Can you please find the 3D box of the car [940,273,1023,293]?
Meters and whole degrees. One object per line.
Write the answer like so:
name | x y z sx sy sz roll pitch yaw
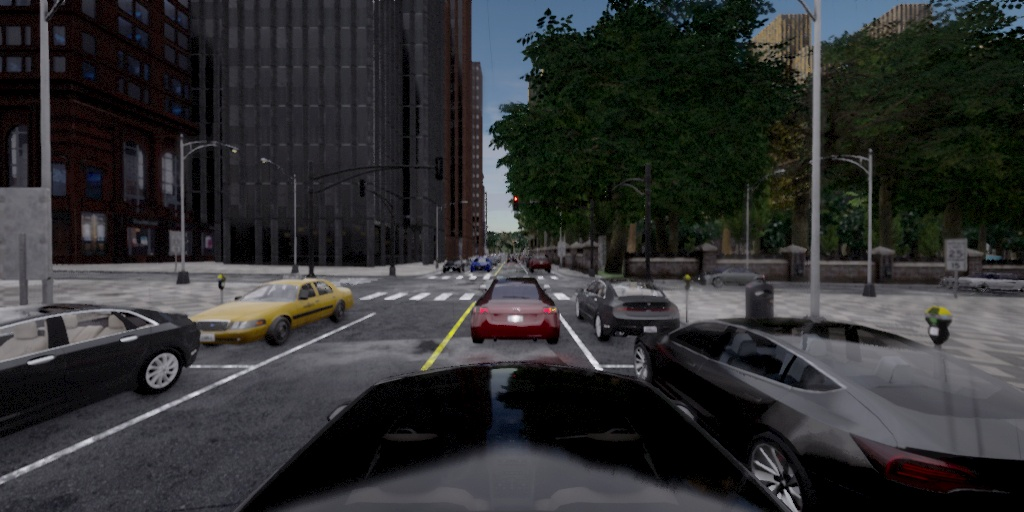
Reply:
car | 32.232 1.788 24.259 4.718 1.301 1.895 1 1 0

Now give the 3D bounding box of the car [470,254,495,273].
car | -3.089 0.852 36.626 1.882 1.535 5.008 0 1 0

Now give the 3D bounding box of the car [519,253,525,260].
car | 2.767 0.547 63.308 1.967 1.591 4.097 0 0 0

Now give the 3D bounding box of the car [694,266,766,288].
car | 14.597 1.388 24.161 4.181 1.385 1.994 1 1 0

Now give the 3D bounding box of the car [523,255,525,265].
car | 2.766 0.836 46.939 1.948 1.339 4.313 0 0 0

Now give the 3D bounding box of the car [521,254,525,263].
car | 2.766 0.767 52.396 2.007 1.370 4.403 0 0 0

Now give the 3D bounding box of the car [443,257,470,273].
car | -5.760 0.946 36.019 1.948 1.339 4.313 0 0 0

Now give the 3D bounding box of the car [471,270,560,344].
car | 0.081 1.229 9.352 1.994 1.385 4.181 0 1 0

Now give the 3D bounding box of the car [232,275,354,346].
car | -5.762 1.191 9.186 1.751 1.417 4.829 0 0 0

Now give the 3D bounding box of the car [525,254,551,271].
car | 2.765 0.695 36.028 2.192 1.841 5.009 0 0 0

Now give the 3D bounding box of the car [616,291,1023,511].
car | 2.763 1.292 3.852 1.948 1.339 4.313 0 0 0

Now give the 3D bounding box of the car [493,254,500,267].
car | -3.074 0.809 49.421 1.994 1.385 4.181 0 1 0

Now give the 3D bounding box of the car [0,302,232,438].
car | -5.762 1.277 3.844 2.007 1.370 4.403 0 0 0

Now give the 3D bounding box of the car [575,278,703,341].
car | 2.763 1.216 9.365 2.007 1.370 4.403 0 0 0

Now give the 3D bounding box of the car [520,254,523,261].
car | 2.767 0.712 57.852 2.007 1.370 4.403 0 0 0
